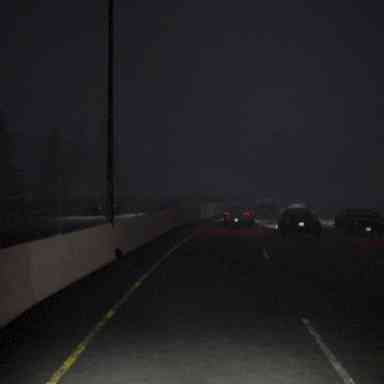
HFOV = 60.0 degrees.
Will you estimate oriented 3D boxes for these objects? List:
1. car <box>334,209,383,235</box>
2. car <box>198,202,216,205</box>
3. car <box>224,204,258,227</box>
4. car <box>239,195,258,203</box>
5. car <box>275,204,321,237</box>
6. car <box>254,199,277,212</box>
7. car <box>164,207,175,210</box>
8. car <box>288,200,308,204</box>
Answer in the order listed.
[{"bbox_3d":[9.565,1.619,19.214,1.895,1.301,4.718,0,0,13],"label":"car"},{"bbox_3d":[2.153,1.533,41.218,2.033,1.411,5.357,0,0,25],"label":"car"},{"bbox_3d":[3.325,1.524,22.981,1.812,1.442,4.674,0,0,14],"label":"car"},{"bbox_3d":[11.864,1.397,69.937,1.837,1.490,4.892,0,0,37],"label":"car"},{"bbox_3d":[5.840,1.572,18.408,1.994,1.385,4.181,0,0,12],"label":"car"},{"bbox_3d":[8.830,1.607,38.408,1.895,1.301,4.718,0,0,24],"label":"car"},{"bbox_3d":[-2.899,1.464,38.103,2.128,1.511,4.902,0,0,22],"label":"car"},{"bbox_3d":[11.091,1.540,34.910,1.812,1.442,4.674,0,0,22],"label":"car"}]
